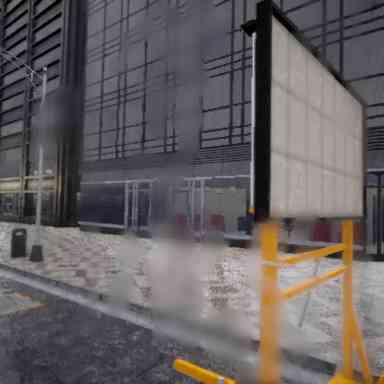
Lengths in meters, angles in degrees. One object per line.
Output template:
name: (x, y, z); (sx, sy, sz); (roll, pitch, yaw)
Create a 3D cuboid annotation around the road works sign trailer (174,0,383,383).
road works sign trailer: (0.954, 0.641, 2.947); (2.880, 3.560, 2.380); (-1, -4, 40)
